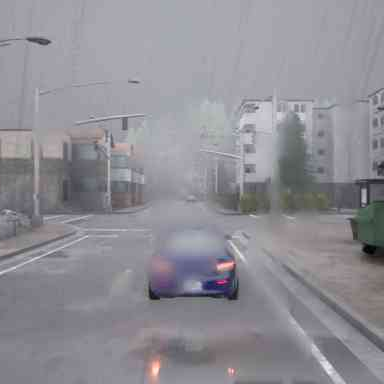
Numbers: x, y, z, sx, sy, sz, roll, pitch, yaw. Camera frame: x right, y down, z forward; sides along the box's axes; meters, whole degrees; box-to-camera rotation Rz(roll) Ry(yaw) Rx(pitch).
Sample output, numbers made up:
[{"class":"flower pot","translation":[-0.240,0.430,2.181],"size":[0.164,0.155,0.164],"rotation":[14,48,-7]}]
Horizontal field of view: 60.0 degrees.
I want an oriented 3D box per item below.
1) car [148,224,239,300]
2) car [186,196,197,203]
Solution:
[{"class":"car","translation":[0.040,1.526,8.248],"size":[1.812,1.442,4.674],"rotation":[0,0,0]},{"class":"car","translation":[-0.141,1.526,66.890],"size":[1.812,1.442,4.674],"rotation":[0,0,0]}]
